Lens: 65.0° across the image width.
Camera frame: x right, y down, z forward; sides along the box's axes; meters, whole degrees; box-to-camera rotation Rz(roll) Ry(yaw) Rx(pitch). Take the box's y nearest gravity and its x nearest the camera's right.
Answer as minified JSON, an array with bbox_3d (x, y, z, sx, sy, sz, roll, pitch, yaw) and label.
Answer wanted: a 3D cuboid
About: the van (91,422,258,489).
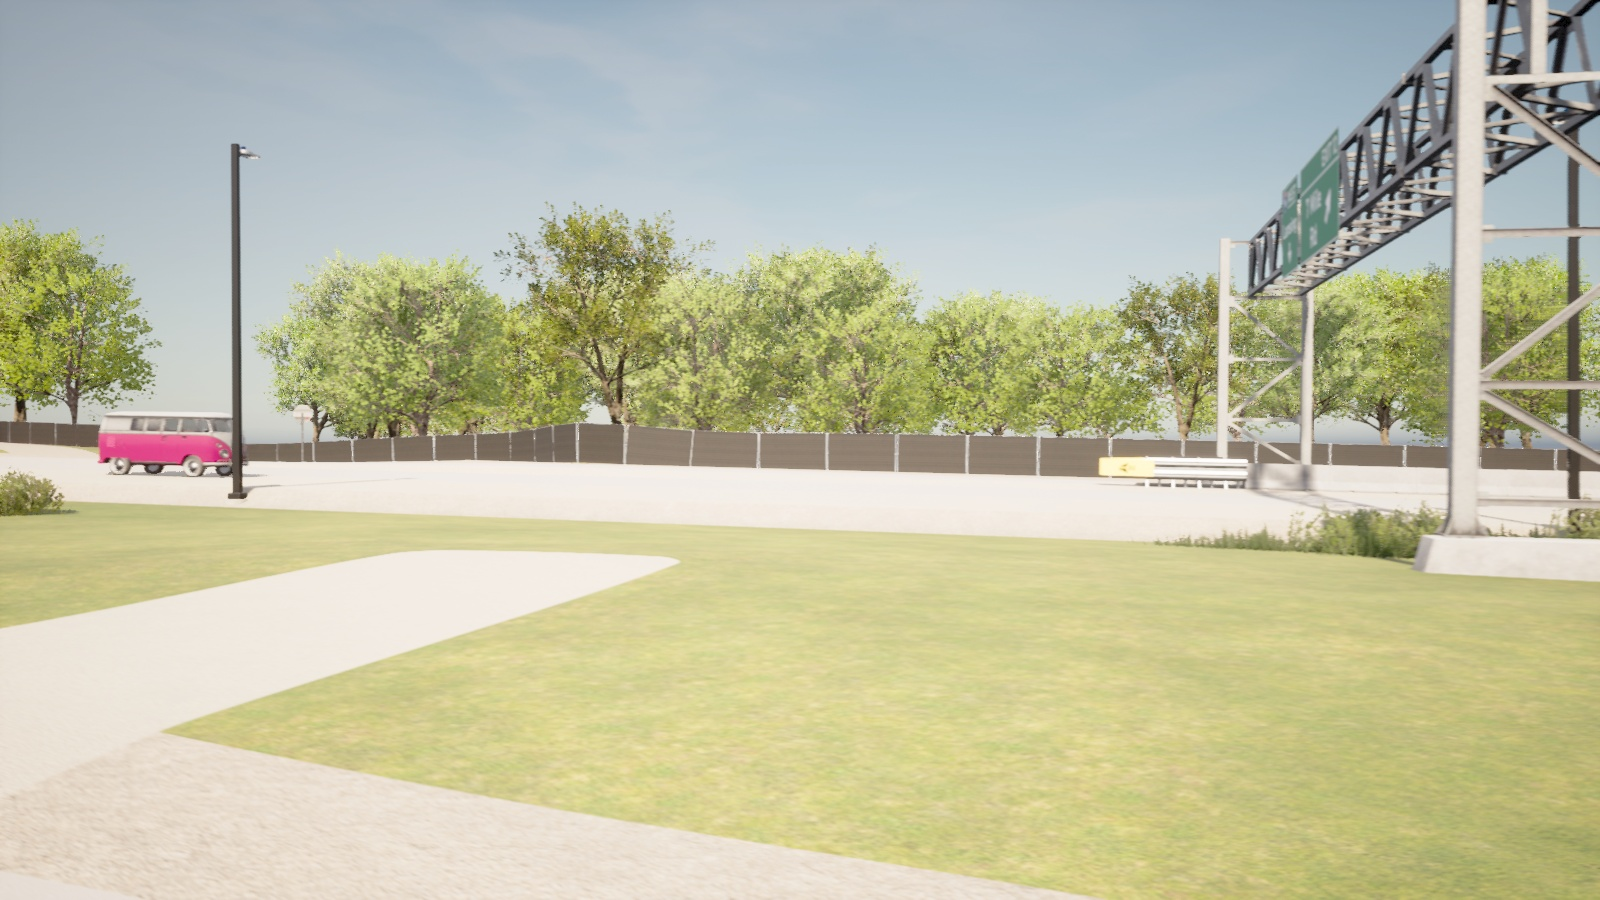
[{"bbox_3d":[-19.204,0.158,38.616,4.442,1.987,1.775,0,1,12],"label":"van"}]
